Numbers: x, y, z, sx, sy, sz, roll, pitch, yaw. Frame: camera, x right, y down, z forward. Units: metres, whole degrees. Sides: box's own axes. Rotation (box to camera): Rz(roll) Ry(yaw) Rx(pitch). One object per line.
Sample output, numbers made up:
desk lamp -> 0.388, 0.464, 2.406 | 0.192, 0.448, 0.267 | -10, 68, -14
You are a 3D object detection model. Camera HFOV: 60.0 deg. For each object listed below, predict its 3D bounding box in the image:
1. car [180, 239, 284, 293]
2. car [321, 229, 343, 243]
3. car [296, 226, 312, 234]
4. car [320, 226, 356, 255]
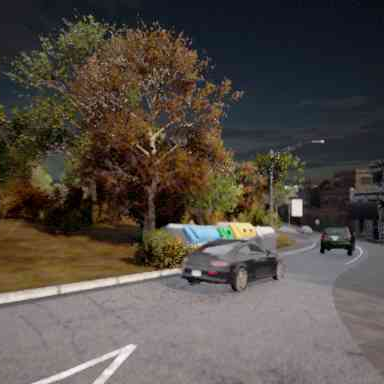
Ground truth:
car -> 1.498, 2.314, 11.142 | 1.812, 1.442, 4.674 | -2, -6, 37
car -> 17.828, 5.571, 42.641 | 1.882, 1.535, 5.008 | 0, -5, 15
car -> 20.032, 6.737, 59.262 | 1.812, 1.442, 4.674 | 0, -3, 3
car -> 11.371, 3.671, 25.900 | 2.150, 2.045, 5.566 | 0, -5, 28
